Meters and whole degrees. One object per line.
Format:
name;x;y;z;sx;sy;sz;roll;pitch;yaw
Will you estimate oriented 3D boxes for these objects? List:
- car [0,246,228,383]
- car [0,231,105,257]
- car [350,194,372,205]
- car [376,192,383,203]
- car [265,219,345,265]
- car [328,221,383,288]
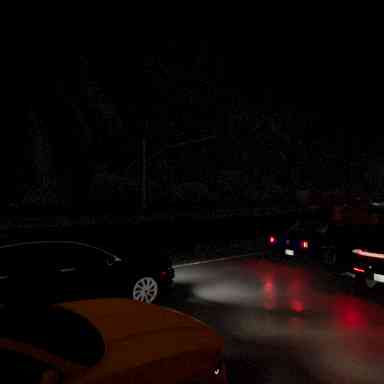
car;-1.949;1.477;2.334;5.008;1.535;1.882;0;0;-36
car;-2.600;1.505;6.190;4.892;1.490;1.837;0;0;-36
car;27.600;1.138;54.793;4.553;1.767;2.097;0;0;-36
car;35.948;0.955;60.879;5.566;2.045;2.150;0;0;-36
car;4.838;1.591;11.666;4.718;1.301;1.895;0;0;-36
car;5.697;1.483;7.960;4.902;1.511;2.128;0;0;-36
